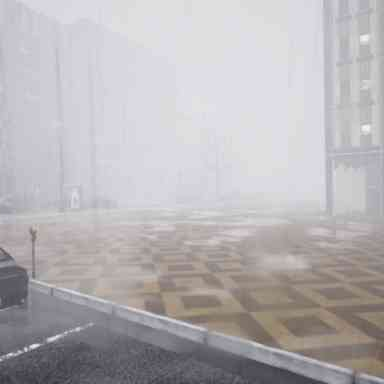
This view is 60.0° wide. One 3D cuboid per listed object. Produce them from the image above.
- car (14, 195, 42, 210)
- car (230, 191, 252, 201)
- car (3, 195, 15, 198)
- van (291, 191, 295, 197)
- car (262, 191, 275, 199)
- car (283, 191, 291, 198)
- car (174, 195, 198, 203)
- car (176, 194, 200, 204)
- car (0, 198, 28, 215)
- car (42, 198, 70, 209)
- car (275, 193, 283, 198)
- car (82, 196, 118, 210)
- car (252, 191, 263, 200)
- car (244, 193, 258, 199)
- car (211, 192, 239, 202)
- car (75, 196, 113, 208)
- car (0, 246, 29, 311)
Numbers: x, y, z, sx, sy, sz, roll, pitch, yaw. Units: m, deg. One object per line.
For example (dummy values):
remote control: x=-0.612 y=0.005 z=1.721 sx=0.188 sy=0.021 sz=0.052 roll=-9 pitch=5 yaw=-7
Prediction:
car: x=-20.264 y=1.220 z=37.701 sx=2.192 sy=1.841 sz=5.009 roll=0 pitch=0 yaw=36
car: x=9.207 y=1.042 z=64.135 sx=1.887 sy=1.381 sz=4.507 roll=-1 pitch=0 yaw=36
car: x=-20.675 y=1.377 z=32.710 sx=1.882 sy=1.535 sz=5.008 roll=-1 pitch=0 yaw=37
van: x=25.407 y=0.649 z=86.526 sx=1.690 sy=1.788 sz=3.998 roll=-1 pitch=0 yaw=36
car: x=15.685 y=0.735 z=73.091 sx=2.192 sy=1.841 sz=5.009 roll=-1 pitch=0 yaw=36
car: x=22.169 y=0.926 z=82.048 sx=1.802 sy=1.307 sz=4.206 roll=-1 pitch=0 yaw=36
car: x=-1.021 y=1.249 z=59.732 sx=1.895 sy=1.301 sz=4.718 roll=-1 pitch=0 yaw=36
car: x=-0.514 y=1.056 z=50.700 sx=1.967 sy=1.590 sz=4.097 roll=-1 pitch=0 yaw=36
car: x=-16.714 y=1.407 z=28.309 sx=1.802 sy=1.307 sz=4.206 roll=-1 pitch=0 yaw=36
car: x=-17.022 y=1.407 z=42.180 sx=1.887 sy=1.381 sz=4.507 roll=0 pitch=0 yaw=36
car: x=18.928 y=0.932 z=77.569 sx=2.008 sy=1.369 sz=4.403 roll=-1 pitch=0 yaw=36
car: x=-10.235 y=1.180 z=37.266 sx=1.967 sy=1.590 sz=4.097 roll=-1 pitch=0 yaw=36
car: x=12.448 y=1.040 z=68.613 sx=1.802 sy=1.307 sz=4.206 roll=-1 pitch=0 yaw=36
car: x=15.381 y=1.033 z=86.961 sx=1.947 sy=1.339 sz=4.313 roll=-1 pitch=0 yaw=36
car: x=5.967 y=1.087 z=59.657 sx=2.008 sy=1.369 sz=4.403 roll=-1 pitch=0 yaw=36
car: x=-12.747 y=1.322 z=43.679 sx=1.812 sy=1.442 sz=4.674 roll=-1 pitch=0 yaw=36
car: x=-4.945 y=1.551 z=6.570 sx=4.403 sy=1.369 sz=2.008 roll=0 pitch=-1 yaw=35
